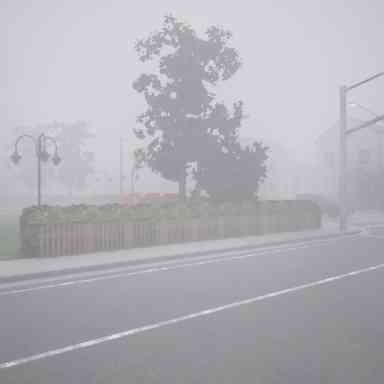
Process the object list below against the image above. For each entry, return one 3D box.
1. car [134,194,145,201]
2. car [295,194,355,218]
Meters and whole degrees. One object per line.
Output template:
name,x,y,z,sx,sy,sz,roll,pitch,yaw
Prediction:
car,-8.755,1.132,60.216,1.882,1.535,5.008,0,0,-35
car,11.964,1.221,30.576,2.150,2.045,5.566,0,0,-34
